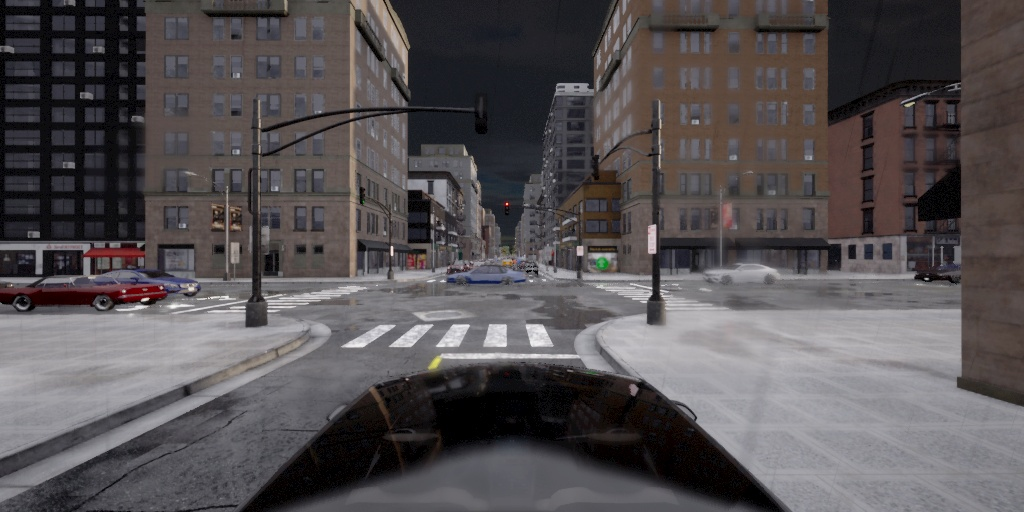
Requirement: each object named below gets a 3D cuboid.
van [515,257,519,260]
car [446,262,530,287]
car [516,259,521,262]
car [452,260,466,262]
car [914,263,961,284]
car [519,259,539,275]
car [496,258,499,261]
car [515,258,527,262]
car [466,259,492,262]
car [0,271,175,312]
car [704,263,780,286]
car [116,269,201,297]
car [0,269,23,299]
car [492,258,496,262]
[{"bbox_3d":[1.869,1.173,61.763,1.690,1.789,3.998,0,0,0],"label":"van"},{"bbox_3d":[-1.662,1.313,24.148,5.357,1.411,2.033,0,0,-1],"label":"car"},{"bbox_3d":[1.947,1.391,50.743,1.802,1.307,4.207,0,0,0],"label":"car"},{"bbox_3d":[-6.001,1.229,39.664,1.967,1.591,4.097,0,0,0],"label":"car"},{"bbox_3d":[31.008,1.172,24.545,5.357,1.411,2.033,0,0,-1],"label":"car"},{"bbox_3d":[2.024,1.355,39.720,1.948,1.339,4.313,0,0,0],"label":"car"},{"bbox_3d":[-3.576,1.424,57.591,1.895,1.301,4.718,0,0,0],"label":"car"},{"bbox_3d":[1.908,1.386,56.253,1.948,1.339,4.313,0,0,0],"label":"car"},{"bbox_3d":[-3.451,1.265,37.858,1.882,1.535,5.008,0,0,0],"label":"car"},{"bbox_3d":[-16.565,1.401,14.018,4.718,1.301,1.895,0,0,-1],"label":"car"},{"bbox_3d":[15.577,1.216,24.361,4.674,1.442,1.812,0,0,-1],"label":"car"},{"bbox_3d":[-17.737,1.337,17.247,4.674,1.442,1.812,0,0,1],"label":"car"},{"bbox_3d":[-27.462,1.397,17.133,5.357,1.411,2.033,0,0,-1],"label":"car"},{"bbox_3d":[-3.515,1.308,47.451,1.837,1.490,4.892,0,0,0],"label":"car"}]
